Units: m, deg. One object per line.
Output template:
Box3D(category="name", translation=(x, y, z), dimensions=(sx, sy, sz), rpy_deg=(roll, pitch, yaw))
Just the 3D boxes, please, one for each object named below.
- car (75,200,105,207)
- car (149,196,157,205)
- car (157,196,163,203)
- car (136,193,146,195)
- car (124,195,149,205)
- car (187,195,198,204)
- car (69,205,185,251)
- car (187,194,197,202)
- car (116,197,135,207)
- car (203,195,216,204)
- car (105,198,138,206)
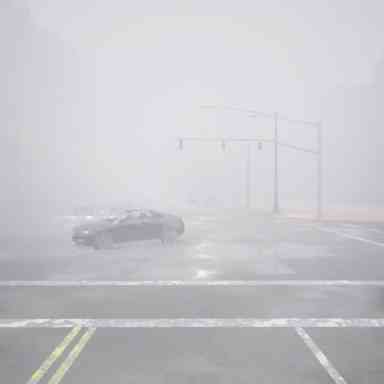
Box3D(category="car", translation=(-10.608, 1.525, 34.006), dimensions=(1.812, 1.442, 4.674), rpy_deg=(0, 0, 0))
Box3D(category="car", translation=(-7.109, 1.562, 52.663), dimensions=(1.994, 1.385, 4.181), rpy_deg=(0, 0, 0))
Box3D(category="car", translation=(-7.031, 1.570, 68.601), dimensions=(1.994, 1.385, 4.181), rpy_deg=(0, 0, 0))
Box3D(category="car", translation=(-10.529, 1.215, 68.659), dimensions=(2.150, 2.045, 5.566), rpy_deg=(0, 0, 0))
Box3D(category="car", translation=(-7.106, 1.525, 42.720), dimensions=(1.812, 1.442, 4.674), rpy_deg=(0, 0, 0))
Box3D(category="car", translation=(0.073, 1.490, 62.523), dimensions=(2.128, 1.511, 4.902), rpy_deg=(0, 0, 0))
Box3D(category="car", translation=(-2.617, 1.491, 14.127), dimensions=(4.902, 1.511, 2.128), rpy_deg=(0, 0, -33))
Box3D(category="car", translation=(-0.030, 1.353, 74.736), dimensions=(2.097, 1.767, 4.553), rpy_deg=(0, 0, 0))
Box3D(category="car", translation=(-10.613, 1.546, 53.669), dimensions=(2.033, 1.411, 5.357), rpy_deg=(0, 0, 0))
Box3D(category="car", translation=(3.473, 1.503, 63.282), dimensions=(1.837, 1.490, 4.892), rpy_deg=(0, 0, 0))
Box3D(category="car", translation=(-7.107, 1.563, 33.975), dimensions=(1.994, 1.385, 4.181), rpy_deg=(0, 0, 0))
